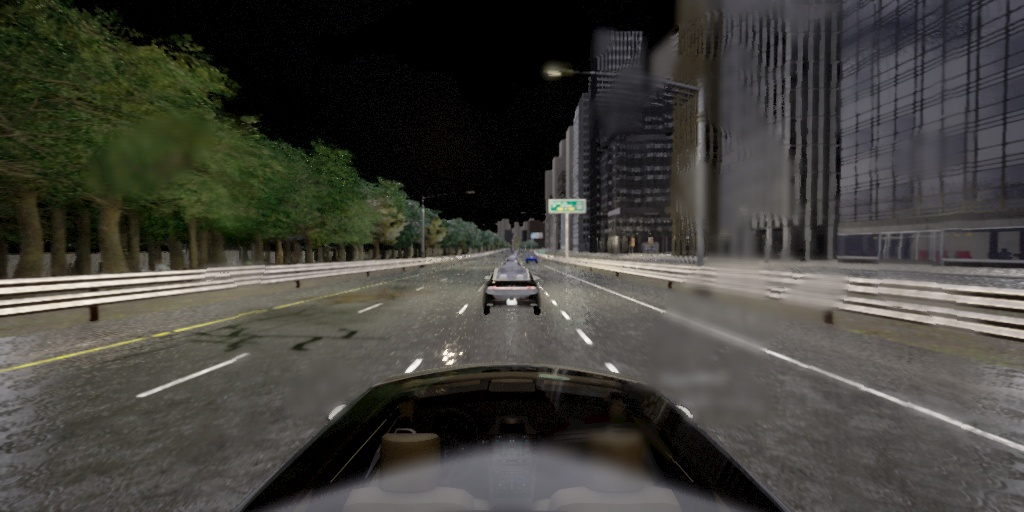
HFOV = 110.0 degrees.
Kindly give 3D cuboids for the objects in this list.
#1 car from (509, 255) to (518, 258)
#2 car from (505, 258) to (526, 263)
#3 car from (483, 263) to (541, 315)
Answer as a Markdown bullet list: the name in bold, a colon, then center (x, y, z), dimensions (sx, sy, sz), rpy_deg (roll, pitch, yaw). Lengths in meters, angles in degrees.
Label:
- **car**: center (0.035, 0.949, 51.679), dimensions (1.994, 1.385, 4.181), rpy_deg (0, 1, 0)
- **car**: center (-0.021, 1.104, 33.176), dimensions (1.994, 1.385, 4.181), rpy_deg (0, 0, 0)
- **car**: center (-0.008, 1.169, 13.197), dimensions (2.128, 1.511, 4.902), rpy_deg (0, 0, 0)
